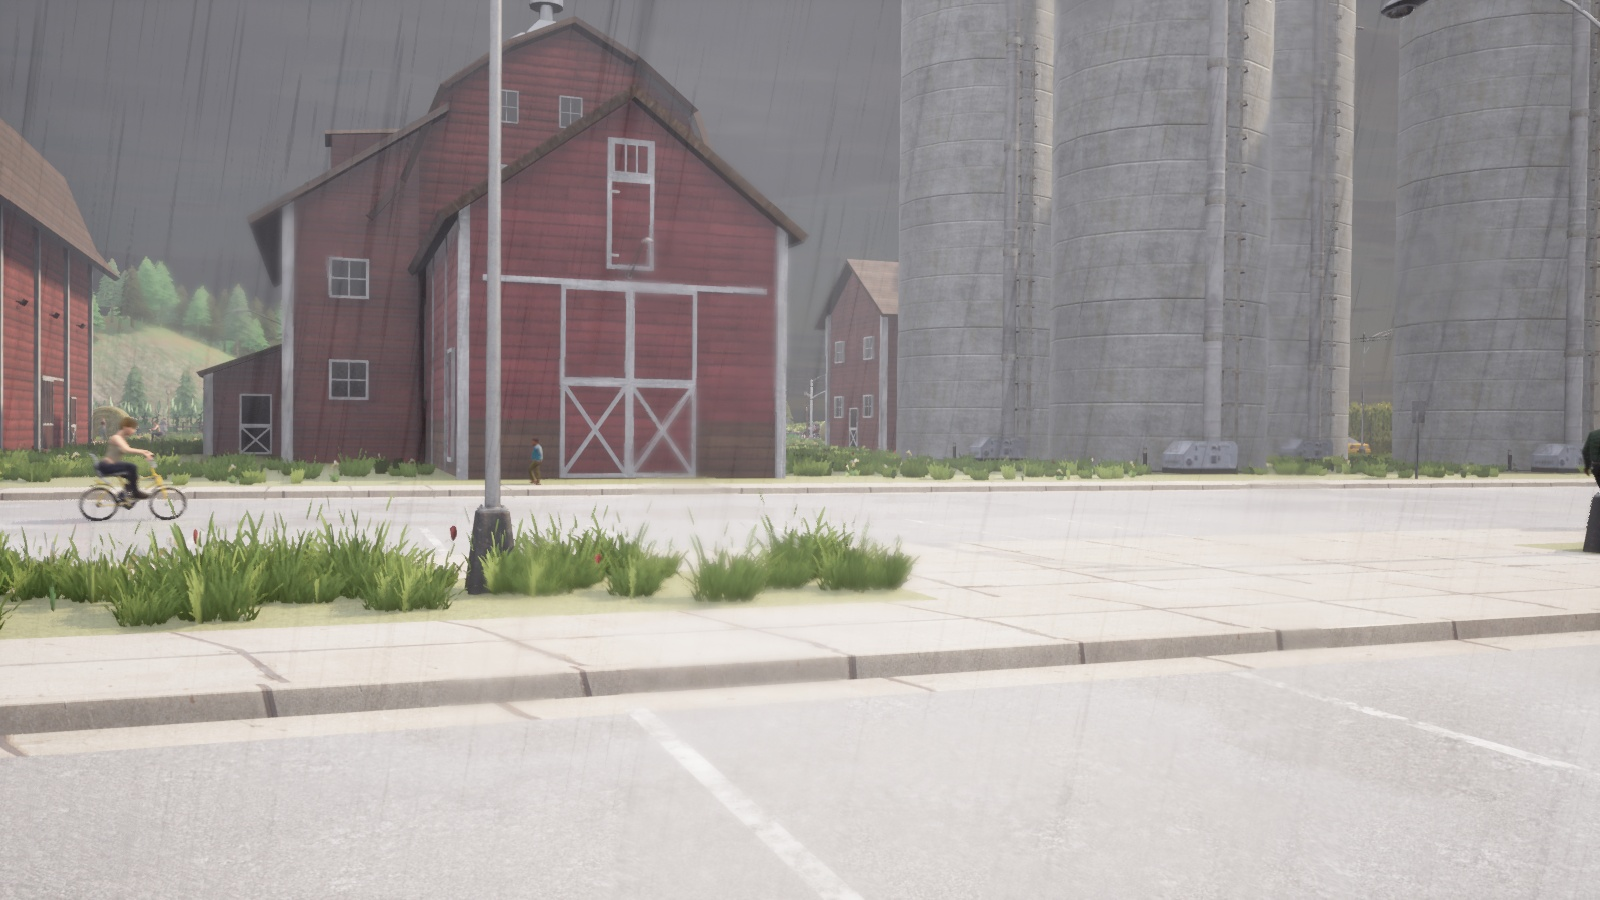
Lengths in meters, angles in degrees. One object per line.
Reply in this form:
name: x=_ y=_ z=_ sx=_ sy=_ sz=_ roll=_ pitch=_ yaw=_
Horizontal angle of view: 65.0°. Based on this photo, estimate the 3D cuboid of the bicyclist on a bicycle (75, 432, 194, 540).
bicyclist on a bicycle: x=-10.292 y=0.529 z=19.493 sx=1.509 sy=1.612 sz=0.866 roll=-1 pitch=1 yaw=-21

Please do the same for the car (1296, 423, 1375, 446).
car: x=36.922 y=-1.074 z=86.736 sx=1.801 sy=1.575 sz=5.366 roll=-1 pitch=1 yaw=-20

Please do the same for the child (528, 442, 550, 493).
child: x=-6.207 y=0.415 z=29.821 sx=0.448 sy=1.192 sz=0.343 roll=-1 pitch=1 yaw=-21

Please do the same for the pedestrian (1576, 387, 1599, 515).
pedestrian: x=12.469 y=0.003 z=19.392 sx=0.788 sy=1.949 sz=0.423 roll=-1 pitch=1 yaw=-20
